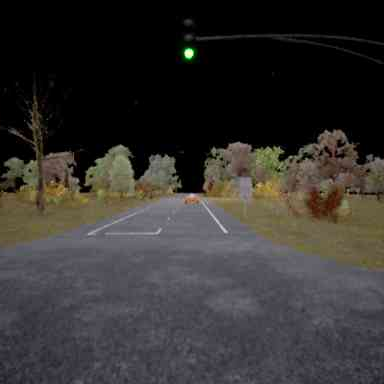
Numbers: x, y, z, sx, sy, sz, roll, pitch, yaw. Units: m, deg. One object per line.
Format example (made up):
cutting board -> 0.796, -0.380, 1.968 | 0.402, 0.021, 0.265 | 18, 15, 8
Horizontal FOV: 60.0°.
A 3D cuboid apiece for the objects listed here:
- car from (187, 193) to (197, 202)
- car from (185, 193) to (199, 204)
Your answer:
car -> -0.032, 0.986, 62.850 | 1.812, 1.442, 4.674 | 0, 0, 0
car -> -0.029, 0.888, 52.815 | 2.097, 1.767, 4.553 | 0, 0, 0
